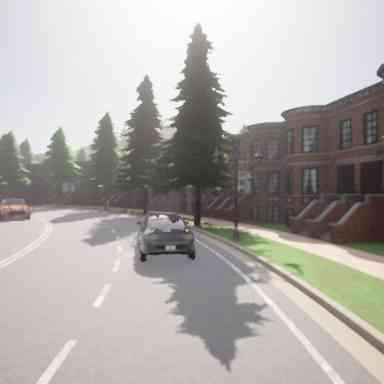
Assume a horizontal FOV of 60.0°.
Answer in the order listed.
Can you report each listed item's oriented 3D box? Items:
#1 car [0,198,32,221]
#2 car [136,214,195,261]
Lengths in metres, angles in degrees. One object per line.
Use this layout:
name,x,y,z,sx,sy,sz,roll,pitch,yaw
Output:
car,-14.495,1.306,27.151,2.097,1.767,4.553,0,0,-33
car,-1.060,1.532,12.347,1.812,1.442,4.674,1,0,-10
